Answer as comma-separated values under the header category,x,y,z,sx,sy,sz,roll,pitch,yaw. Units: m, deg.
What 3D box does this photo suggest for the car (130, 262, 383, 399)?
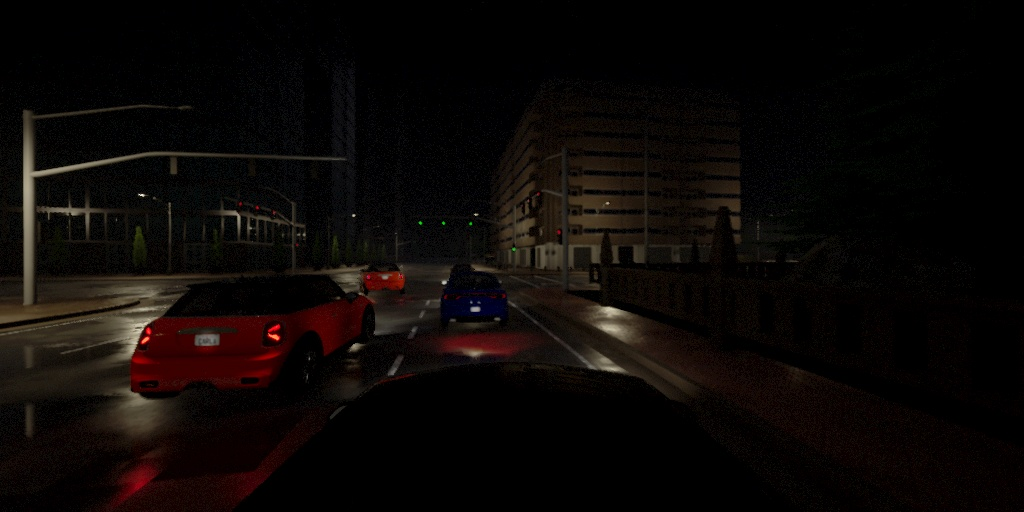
category,x,y,z,sx,sy,sz,roll,pitch,yaw
car,-4.186,1.116,6.788,2.097,1.767,4.553,0,0,-6

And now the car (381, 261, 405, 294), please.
category,x,y,z,sx,sy,sz,roll,pitch,yaw
car,-7.474,1.148,20.447,2.097,1.767,4.553,0,0,-25

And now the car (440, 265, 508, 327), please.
category,x,y,z,sx,sy,sz,roll,pitch,yaw
car,-1.278,1.229,11.731,1.882,1.535,5.008,0,0,-8
